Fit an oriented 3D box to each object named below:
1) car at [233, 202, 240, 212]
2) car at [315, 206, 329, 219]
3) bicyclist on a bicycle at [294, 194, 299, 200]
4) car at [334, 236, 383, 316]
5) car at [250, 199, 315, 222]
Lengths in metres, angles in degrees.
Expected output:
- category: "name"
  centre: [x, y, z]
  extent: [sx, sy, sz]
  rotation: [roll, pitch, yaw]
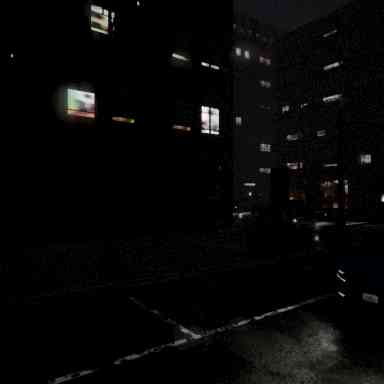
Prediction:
- category: "car"
  centre: [2.723, 1.167, 33.332]
  extent: [1.837, 1.490, 4.892]
  rotation: [0, 1, -36]
- category: "car"
  centre: [8.223, 1.318, 25.813]
  extent: [1.812, 1.442, 4.674]
  rotation: [0, 1, -37]
- category: "bicyclist on a bicycle"
  centre: [11.451, 1.011, 36.190]
  extent: [1.656, 1.620, 0.582]
  rotation: [0, 1, -36]
- category: "car"
  centre: [4.962, 1.478, 6.917]
  extent: [5.008, 1.535, 1.882]
  rotation: [0, 0, -35]
- category: "car"
  centre: [6.206, 1.342, 24.168]
  extent: [2.008, 1.369, 4.403]
  rotation: [1, 0, -36]
